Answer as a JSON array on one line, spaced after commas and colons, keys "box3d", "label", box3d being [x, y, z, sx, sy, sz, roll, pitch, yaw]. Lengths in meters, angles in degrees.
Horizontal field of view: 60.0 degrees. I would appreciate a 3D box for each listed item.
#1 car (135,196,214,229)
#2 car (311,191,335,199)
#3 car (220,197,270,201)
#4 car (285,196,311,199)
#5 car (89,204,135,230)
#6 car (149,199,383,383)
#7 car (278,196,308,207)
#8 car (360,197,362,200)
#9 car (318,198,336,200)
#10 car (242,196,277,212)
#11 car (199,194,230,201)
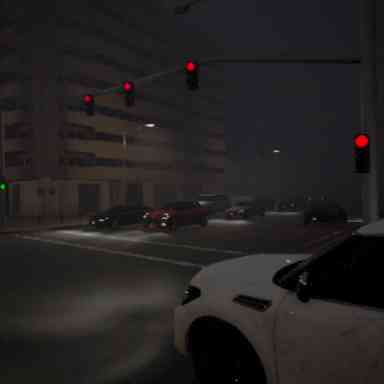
[{"box3d": [-0.980, 1.369, 20.853, 2.097, 1.767, 4.553, -1, 0, 38], "label": "car"}, {"box3d": [17.372, 0.887, 44.323, 2.150, 2.045, 5.566, -1, 0, 40], "label": "car"}, {"box3d": [4.556, 1.437, 27.925, 1.812, 1.442, 4.674, -1, 0, 38], "label": "car"}, {"box3d": [10.920, 1.294, 36.092, 1.837, 1.490, 4.892, -1, 0, 38], "label": "car"}, {"box3d": [-4.492, 1.576, 22.035, 1.837, 1.490, 4.892, -1, 0, 38], "label": "car"}, {"box3d": [2.253, 1.173, 2.809, 2.150, 2.045, 5.566, -1, 0, -45], "label": "car"}, {"box3d": [13.896, 1.266, 45.543, 2.033, 1.411, 5.357, -1, 0, 39], "label": "car"}, {"box3d": [26.857, 1.061, 50.519, 1.994, 1.385, 4.181, -1, 0, 38], "label": "car"}, {"box3d": [8.717, 1.384, 21.641, 1.812, 1.442, 4.674, -1, 0, 38], "label": "car"}, {"box3d": [7.730, 1.315, 37.693, 1.882, 1.535, 5.008, -1, 0, 38], "label": "car"}, {"box3d": [1.570, 1.177, 29.805, 2.150, 2.045, 5.566, -1, 0, 38], "label": "car"}]
